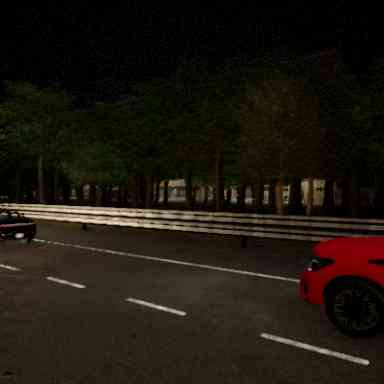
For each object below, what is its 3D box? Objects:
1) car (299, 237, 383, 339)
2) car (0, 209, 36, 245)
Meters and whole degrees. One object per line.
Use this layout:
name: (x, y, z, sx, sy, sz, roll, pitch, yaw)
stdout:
car: (4.541, 1.223, 4.929, 5.566, 2.045, 2.150, 0, 0, 36)
car: (-8.689, 1.493, 14.384, 4.902, 1.511, 2.128, 0, 0, 36)
